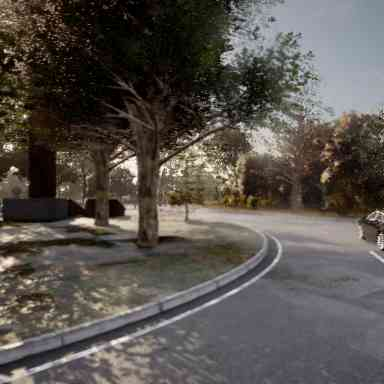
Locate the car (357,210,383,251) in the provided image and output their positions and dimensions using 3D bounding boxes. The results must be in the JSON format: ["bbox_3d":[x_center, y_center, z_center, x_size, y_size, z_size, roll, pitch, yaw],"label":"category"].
[{"bbox_3d":[8.329,1.479,13.759,2.128,1.511,4.902,0,0,13],"label":"car"}]
